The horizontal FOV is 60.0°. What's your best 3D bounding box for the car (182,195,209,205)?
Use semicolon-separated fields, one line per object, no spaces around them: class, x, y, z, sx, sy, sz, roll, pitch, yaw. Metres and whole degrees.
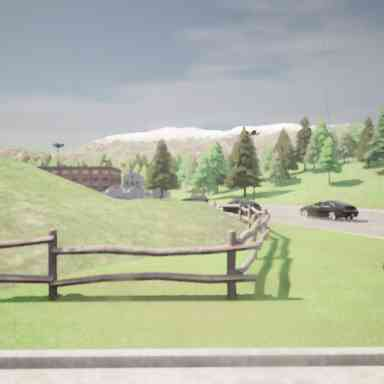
car;0.495;1.224;54.617;4.553;1.767;2.097;0;0;34

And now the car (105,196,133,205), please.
car;-12.561;1.473;57.122;4.181;1.385;1.994;0;0;18

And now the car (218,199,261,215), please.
car;4.314;1.419;31.128;1.837;1.490;4.892;0;0;-31

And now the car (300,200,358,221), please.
car;10.690;1.409;26.297;1.837;1.490;4.892;0;0;-23

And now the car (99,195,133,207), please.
car;-11.784;1.267;52.856;4.553;1.767;2.097;0;0;23
